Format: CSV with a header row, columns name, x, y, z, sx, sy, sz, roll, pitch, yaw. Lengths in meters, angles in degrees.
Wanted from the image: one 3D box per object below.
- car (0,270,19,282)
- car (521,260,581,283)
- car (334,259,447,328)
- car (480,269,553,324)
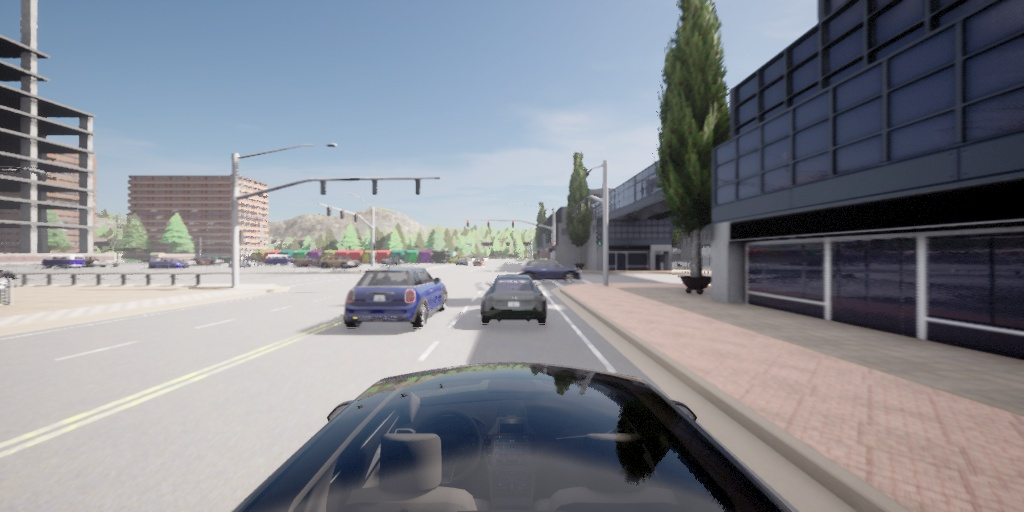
name,x,y,z,sx,sy,sz,roll,pitch,yaw
car,-40.383,1.317,26.613,5.357,1.411,2.033,0,0,0
car,2.822,1.045,26.884,4.553,1.767,2.097,0,0,-1
car,-3.444,1.104,11.482,2.097,1.767,4.553,0,0,0
car,0.060,1.312,11.928,1.994,1.385,4.181,0,0,0
